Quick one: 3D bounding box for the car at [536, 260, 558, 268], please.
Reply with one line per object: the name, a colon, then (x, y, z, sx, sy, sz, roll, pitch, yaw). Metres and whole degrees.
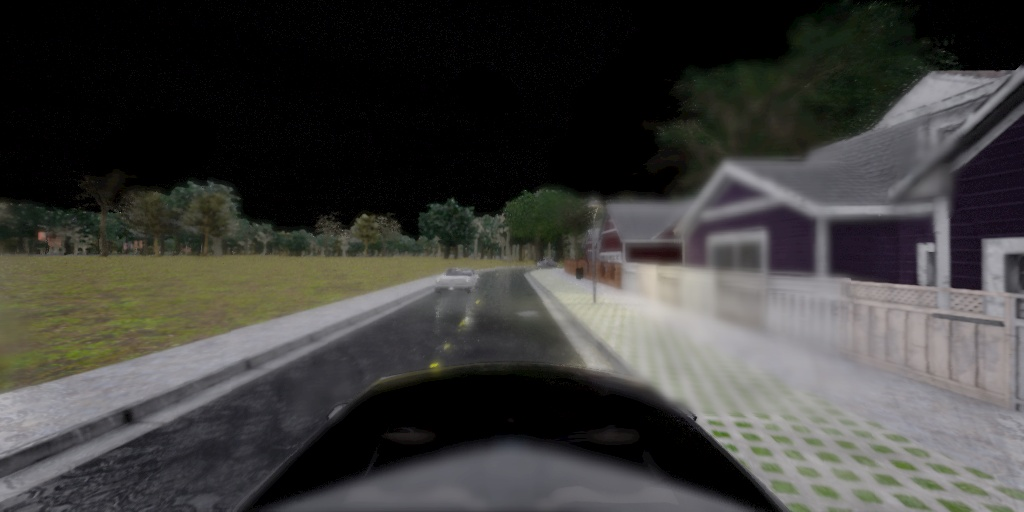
car: (6.045, 1.360, 61.418, 2.128, 1.511, 4.902, -1, -1, 38)

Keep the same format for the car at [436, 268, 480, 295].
car: (-2.853, 1.331, 19.668, 1.895, 1.301, 4.718, 0, 0, 0)
